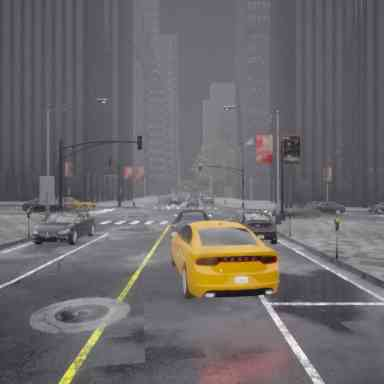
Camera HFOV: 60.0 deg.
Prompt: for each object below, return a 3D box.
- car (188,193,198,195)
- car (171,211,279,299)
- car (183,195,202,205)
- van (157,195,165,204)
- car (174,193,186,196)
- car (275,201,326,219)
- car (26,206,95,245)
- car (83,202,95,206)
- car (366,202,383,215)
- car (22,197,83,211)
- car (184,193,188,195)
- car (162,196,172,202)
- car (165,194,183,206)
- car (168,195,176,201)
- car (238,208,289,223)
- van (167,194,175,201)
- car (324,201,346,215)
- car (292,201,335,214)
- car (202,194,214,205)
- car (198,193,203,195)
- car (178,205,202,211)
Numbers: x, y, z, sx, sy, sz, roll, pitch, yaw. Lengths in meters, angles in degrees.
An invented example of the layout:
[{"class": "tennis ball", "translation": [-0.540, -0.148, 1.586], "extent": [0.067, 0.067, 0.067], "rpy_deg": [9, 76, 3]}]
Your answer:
[{"class": "car", "translation": [0.378, 1.263, 88.068], "extent": [2.150, 2.045, 5.566], "rpy_deg": [0, 0, 0]}, {"class": "car", "translation": [0.546, 1.479, 8.616], "extent": [1.882, 1.535, 5.008], "rpy_deg": [0, 0, -9]}, {"class": "car", "translation": [0.118, 1.563, 50.445], "extent": [2.033, 1.411, 5.357], "rpy_deg": [0, 0, 1]}, {"class": "van", "translation": [-5.584, 1.364, 63.207], "extent": [1.690, 1.788, 3.998], "rpy_deg": [0, 0, 0]}, {"class": "car", "translation": [-2.852, 1.515, 64.859], "extent": [2.128, 1.511, 4.902], "rpy_deg": [0, 0, 1]}, {"class": "car", "translation": [9.673, 1.760, 30.889], "extent": [4.181, 1.385, 1.994], "rpy_deg": [1, 0, 0]}, {"class": "car", "translation": [-5.776, 1.553, 15.439], "extent": [2.008, 1.369, 4.403], "rpy_deg": [0, 0, 0]}, {"class": "car", "translation": [-12.580, 1.286, 34.413], "extent": [5.008, 1.535, 1.882], "rpy_deg": [1, 0, -3]}, {"class": "car", "translation": [24.078, 1.983, 40.804], "extent": [4.902, 1.511, 2.128], "rpy_deg": [1, 0, 0]}, {"class": "car", "translation": [-13.122, 1.296, 30.942], "extent": [4.892, 1.490, 1.837], "rpy_deg": [1, 0, 0]}, {"class": "car", "translation": [-2.724, 1.255, 75.456], "extent": [2.150, 2.045, 5.566], "rpy_deg": [0, 0, 0]}, {"class": "car", "translation": [-5.495, 1.595, 74.232], "extent": [1.947, 1.339, 4.313], "rpy_deg": [0, 0, 0]}, {"class": "car", "translation": [-2.955, 1.496, 55.284], "extent": [1.882, 1.535, 5.008], "rpy_deg": [0, 0, 1]}, {"class": "car", "translation": [-5.362, 1.585, 90.769], "extent": [1.887, 1.381, 4.507], "rpy_deg": [0, 0, 0]}, {"class": "car", "translation": [2.749, 1.553, 15.445], "extent": [2.008, 1.369, 4.403], "rpy_deg": [0, 0, 0]}, {"class": "van", "translation": [-5.406, 1.377, 85.257], "extent": [1.690, 1.788, 3.998], "rpy_deg": [0, 0, 0]}, {"class": "car", "translation": [14.720, 1.814, 37.575], "extent": [4.892, 1.490, 1.837], "rpy_deg": [1, 0, 1]}, {"class": "car", "translation": [14.868, 1.845, 40.836], "extent": [4.674, 1.442, 1.812], "rpy_deg": [1, 0, 2]}, {"class": "car", "translation": [2.896, 1.570, 57.628], "extent": [2.008, 1.369, 4.403], "rpy_deg": [0, 0, 0]}, {"class": "car", "translation": [3.030, 1.344, 74.166], "extent": [2.192, 1.841, 5.009], "rpy_deg": [0, 0, 0]}, {"class": "car", "translation": [0.036, 1.566, 16.133], "extent": [1.994, 1.385, 4.181], "rpy_deg": [0, 0, 0]}]
